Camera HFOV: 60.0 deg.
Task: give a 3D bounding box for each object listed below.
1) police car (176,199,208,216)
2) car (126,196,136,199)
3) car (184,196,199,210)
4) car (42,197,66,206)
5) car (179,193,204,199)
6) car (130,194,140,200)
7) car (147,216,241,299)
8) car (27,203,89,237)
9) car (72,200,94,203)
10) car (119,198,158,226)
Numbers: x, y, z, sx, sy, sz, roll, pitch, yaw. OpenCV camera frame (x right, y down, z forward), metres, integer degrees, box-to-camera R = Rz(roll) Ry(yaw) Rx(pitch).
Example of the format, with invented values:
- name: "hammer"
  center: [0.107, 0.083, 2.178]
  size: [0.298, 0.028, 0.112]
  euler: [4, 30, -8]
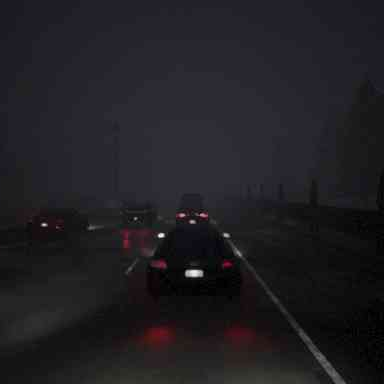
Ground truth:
- name: "police car"
  center: [0.011, 1.456, 20.698]
  size: [2.038, 1.542, 4.974]
  euler: [0, 0, 0]
- name: "car"
  center: [-7.061, 1.432, 37.871]
  size: [1.812, 1.442, 4.674]
  euler: [0, 0, -1]
- name: "car"
  center: [-0.082, 1.354, 42.677]
  size: [1.801, 1.575, 5.366]
  euler: [0, 0, 0]
- name: "car"
  center: [-21.270, 1.436, 51.566]
  size: [1.994, 1.385, 4.181]
  euler: [0, 0, 0]
- name: "car"
  center: [-0.030, 1.147, 30.747]
  size: [2.150, 2.045, 5.566]
  euler: [0, 0, 0]
- name: "car"
  center: [-14.399, 1.314, 84.597]
  size: [1.812, 1.442, 4.674]
  euler: [0, 0, 0]
- name: "car"
  center: [0.048, 1.543, 8.450]
  size: [1.994, 1.385, 4.181]
  euler: [0, 0, 0]
- name: "car"
  center: [-6.975, 1.520, 17.709]
  size: [1.994, 1.385, 4.181]
  euler: [0, 0, 0]
- name: "car"
  center: [-14.277, 1.398, 43.855]
  size: [1.837, 1.490, 4.892]
  euler: [0, 0, 0]
- name: "car"
  center: [-3.496, 1.434, 23.060]
  size: [2.128, 1.511, 4.902]
  euler: [0, 0, 0]
